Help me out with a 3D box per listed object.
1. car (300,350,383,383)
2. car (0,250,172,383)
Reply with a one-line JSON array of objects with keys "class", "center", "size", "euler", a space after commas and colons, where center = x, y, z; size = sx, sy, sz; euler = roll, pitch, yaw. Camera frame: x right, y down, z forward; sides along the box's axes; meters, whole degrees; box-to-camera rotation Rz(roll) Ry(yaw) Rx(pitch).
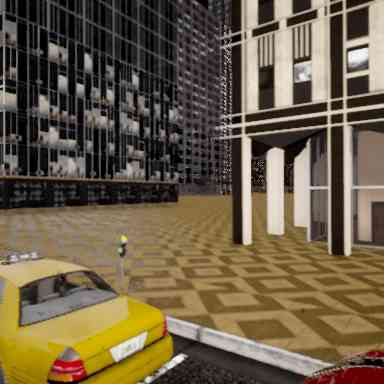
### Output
[{"class": "car", "center": [2.255, 1.445, 1.276], "size": [4.097, 1.590, 1.967], "euler": [0, 0, 35]}, {"class": "car", "center": [-2.509, 1.506, 4.672], "size": [4.829, 1.417, 1.752], "euler": [0, 0, 35]}]
